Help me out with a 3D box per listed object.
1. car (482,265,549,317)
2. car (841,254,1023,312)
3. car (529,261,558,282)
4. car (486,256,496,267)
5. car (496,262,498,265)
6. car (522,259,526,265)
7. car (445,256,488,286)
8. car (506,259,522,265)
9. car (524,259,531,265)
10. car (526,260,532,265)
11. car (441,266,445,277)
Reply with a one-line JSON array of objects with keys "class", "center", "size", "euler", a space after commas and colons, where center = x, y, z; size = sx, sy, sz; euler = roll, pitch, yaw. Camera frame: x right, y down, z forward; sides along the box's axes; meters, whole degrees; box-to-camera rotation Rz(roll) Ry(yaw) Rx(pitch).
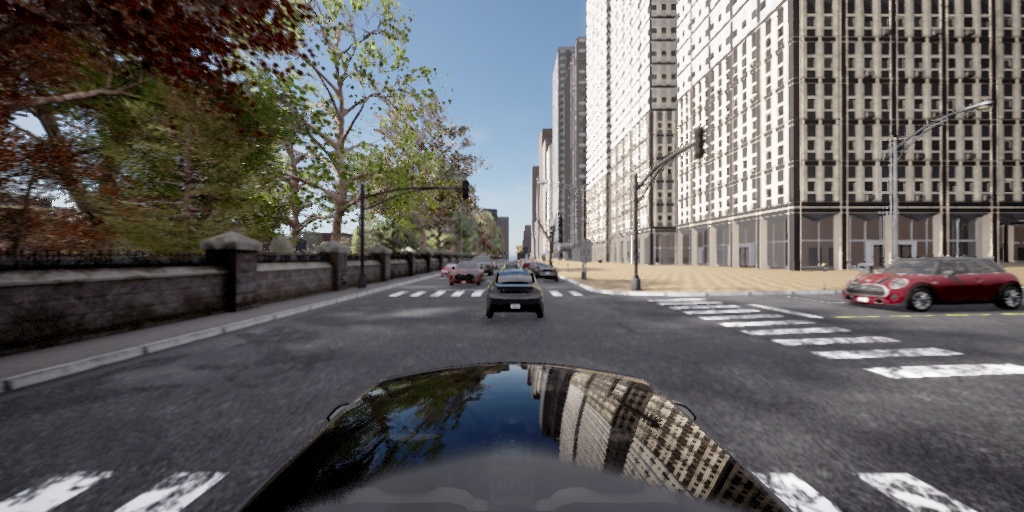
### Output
[{"class": "car", "center": [0.100, 1.255, 13.105], "size": [1.837, 1.490, 4.892], "euler": [0, 0, 0]}, {"class": "car", "center": [14.079, 0.843, 12.225], "size": [4.553, 1.767, 2.097], "euler": [-1, 0, -3]}, {"class": "car", "center": [2.683, 1.319, 29.007], "size": [1.948, 1.339, 4.313], "euler": [0, 0, 0]}, {"class": "car", "center": [-3.089, 0.979, 36.687], "size": [2.150, 2.045, 5.566], "euler": [0, 0, 0]}, {"class": "car", "center": [-3.037, 1.290, 51.591], "size": [1.812, 1.442, 4.674], "euler": [0, 0, 0]}, {"class": "car", "center": [2.678, 1.315, 57.170], "size": [1.888, 1.381, 4.507], "euler": [0, 0, 0]}, {"class": "car", "center": [-3.097, 1.104, 25.353], "size": [2.097, 1.767, 4.553], "euler": [0, 0, 0]}, {"class": "car", "center": [-0.013, 1.260, 55.843], "size": [2.128, 1.511, 4.902], "euler": [0, 0, 0]}, {"class": "car", "center": [2.681, 1.323, 40.272], "size": [1.948, 1.339, 4.313], "euler": [0, 0, 0]}, {"class": "car", "center": [2.682, 1.321, 34.640], "size": [1.948, 1.339, 4.313], "euler": [0, 0, 0]}, {"class": "car", "center": [-5.698, 1.336, 34.638], "size": [1.802, 1.307, 4.207], "euler": [0, 0, 0]}]
